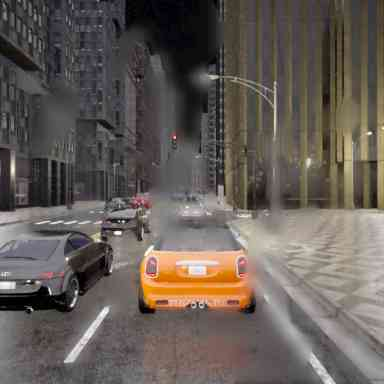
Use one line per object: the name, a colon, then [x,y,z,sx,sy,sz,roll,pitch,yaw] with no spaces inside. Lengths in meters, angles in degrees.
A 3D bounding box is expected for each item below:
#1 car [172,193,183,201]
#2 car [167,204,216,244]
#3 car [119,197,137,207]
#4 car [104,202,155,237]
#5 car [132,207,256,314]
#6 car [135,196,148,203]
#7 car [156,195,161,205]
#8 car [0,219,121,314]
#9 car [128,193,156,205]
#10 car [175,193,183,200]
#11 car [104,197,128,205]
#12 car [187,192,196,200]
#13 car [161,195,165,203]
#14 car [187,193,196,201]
car: [-3.339,1.168,74.296,2.097,1.767,4.553,0,0,0]
car: [0.012,1.479,16.788,2.128,1.511,4.902,0,0,1]
car: [-9.908,1.466,51.618,1.994,1.385,4.181,0,0,0]
car: [-3.167,1.492,16.581,1.837,1.490,4.892,0,0,0]
car: [0.095,1.349,7.781,2.097,1.767,4.553,0,0,0]
car: [-9.863,1.453,65.482,1.895,1.301,4.718,0,0,0]
car: [-6.652,1.416,54.953,1.812,1.442,4.674,0,0,0]
car: [-3.165,1.561,7.684,1.994,1.385,4.181,0,0,0]
car: [-6.625,1.147,44.800,2.150,2.045,5.566,0,0,2]
car: [-3.352,1.118,84.332,1.837,1.490,4.892,0,0,0]
car: [-9.899,1.437,42.685,1.837,1.490,4.892,0,0,0]
car: [-0.101,0.973,84.305,2.097,1.767,4.553,0,0,0]
car: [-6.593,1.392,67.662,2.033,1.411,5.357,0,0,1]
car: [-0.089,1.337,74.331,1.812,1.442,4.674,0,0,0]
